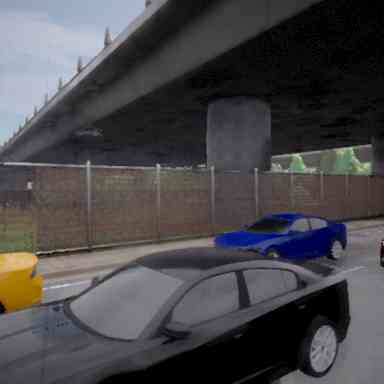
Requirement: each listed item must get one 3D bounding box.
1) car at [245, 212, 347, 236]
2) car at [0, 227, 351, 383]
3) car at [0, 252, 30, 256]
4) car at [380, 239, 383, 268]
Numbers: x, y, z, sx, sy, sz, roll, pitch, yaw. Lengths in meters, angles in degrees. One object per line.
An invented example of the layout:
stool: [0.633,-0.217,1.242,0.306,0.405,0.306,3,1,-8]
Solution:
car: [2.887,1.427,10.453,5.008,1.535,1.882,-1,0,-36]
car: [-0.124,1.477,3.915,5.008,1.535,1.882,-1,0,-36]
car: [-4.869,1.541,4.780,5.008,1.535,1.882,-1,0,-36]
car: [7.197,1.245,9.269,4.553,1.767,2.097,-1,0,-36]
